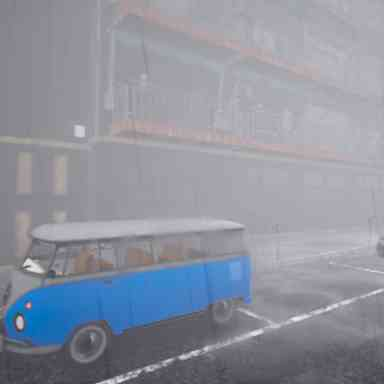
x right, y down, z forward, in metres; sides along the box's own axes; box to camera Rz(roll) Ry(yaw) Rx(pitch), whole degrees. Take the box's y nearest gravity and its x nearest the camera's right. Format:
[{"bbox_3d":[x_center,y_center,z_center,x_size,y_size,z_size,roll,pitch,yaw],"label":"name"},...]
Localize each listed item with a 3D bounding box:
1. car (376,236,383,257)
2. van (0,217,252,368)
[{"bbox_3d":[8.374,1.688,12.060,4.206,1.307,1.802,1,0,-35],"label":"car"},{"bbox_3d":[-0.816,1.360,5.500,3.998,1.788,1.690,1,0,-35],"label":"van"}]
